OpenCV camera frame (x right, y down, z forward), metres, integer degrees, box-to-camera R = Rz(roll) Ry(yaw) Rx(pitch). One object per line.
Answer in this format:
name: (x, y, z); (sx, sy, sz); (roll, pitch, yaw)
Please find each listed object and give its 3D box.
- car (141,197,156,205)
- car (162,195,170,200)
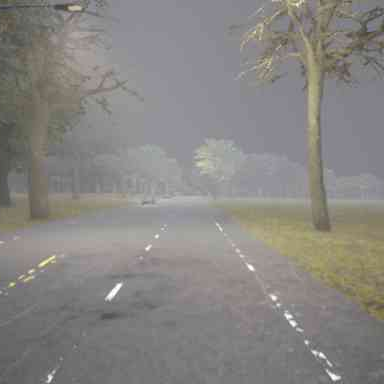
car: (-7.034, 1.440, 54.549); (1.994, 1.385, 4.181); (0, 0, 0)
car: (-7.058, 1.412, 91.212); (1.895, 1.301, 4.718); (0, 0, 0)
